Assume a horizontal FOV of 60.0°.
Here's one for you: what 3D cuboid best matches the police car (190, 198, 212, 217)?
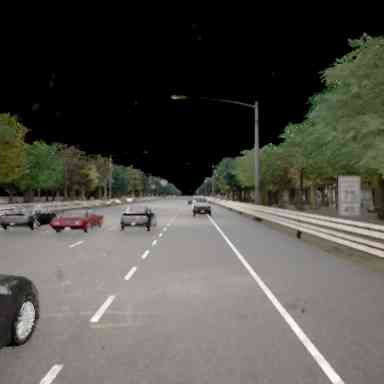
[{"bbox_3d":[1.042,1.714,35.122,1.930,1.638,5.238,0,0,0],"label":"police car"}]

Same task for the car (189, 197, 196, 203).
[{"bbox_3d":[0.098,2.123,85.853,1.812,1.442,4.674,0,-1,0],"label":"car"}]

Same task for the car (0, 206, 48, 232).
[{"bbox_3d":[-10.407,1.668,21.695,2.128,1.511,4.902,0,0,0],"label":"car"}]

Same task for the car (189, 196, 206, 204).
[{"bbox_3d":[1.043,1.599,45.033,2.150,2.045,5.566,0,-1,0],"label":"car"}]

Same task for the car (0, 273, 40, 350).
[{"bbox_3d":[-3.400,1.534,3.533,1.837,1.490,4.892,0,0,0],"label":"car"}]

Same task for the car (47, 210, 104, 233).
[{"bbox_3d":[-6.904,1.769,20.706,1.895,1.301,4.718,0,0,0],"label":"car"}]

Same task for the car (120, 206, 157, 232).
[{"bbox_3d":[-3.406,1.669,21.765,2.128,1.511,4.902,0,0,0],"label":"car"}]

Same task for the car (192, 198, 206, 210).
[{"bbox_3d":[1.048,1.780,50.963,2.097,1.767,4.553,0,-1,0],"label":"car"}]
